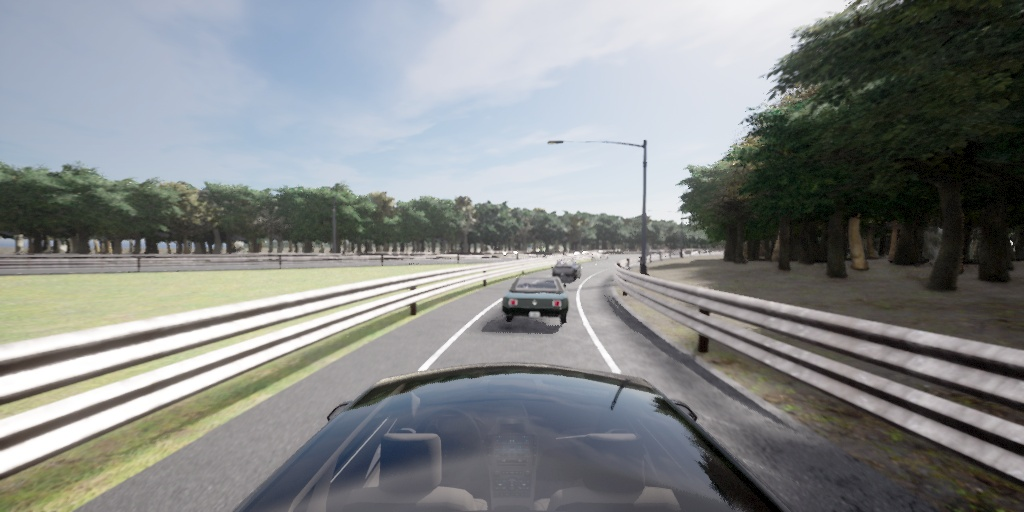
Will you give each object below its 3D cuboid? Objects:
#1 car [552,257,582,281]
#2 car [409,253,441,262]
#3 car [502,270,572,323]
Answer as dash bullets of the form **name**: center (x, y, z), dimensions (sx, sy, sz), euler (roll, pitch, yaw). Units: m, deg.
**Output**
- **car**: center (4.361, 1.071, 28.192), dimensions (2.128, 1.511, 4.902), euler (1, 1, 17)
- **car**: center (-12.975, 0.187, 53.725), dimensions (4.718, 1.301, 1.895), euler (-1, 2, -37)
- **car**: center (0.894, 1.319, 12.105), dimensions (1.895, 1.301, 4.718), euler (0, 0, 7)
